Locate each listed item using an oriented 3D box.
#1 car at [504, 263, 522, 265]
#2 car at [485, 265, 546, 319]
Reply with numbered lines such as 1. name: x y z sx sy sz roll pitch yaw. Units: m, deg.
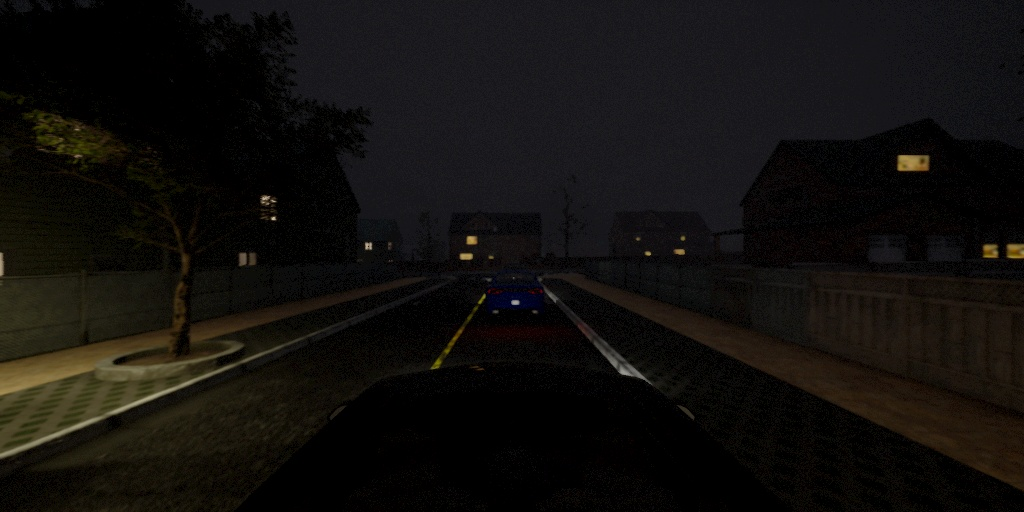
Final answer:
1. car: 0.060 1.260 26.143 1.837 1.490 4.892 0 -1 -1
2. car: 0.098 1.225 12.857 1.882 1.535 5.008 0 -1 0
